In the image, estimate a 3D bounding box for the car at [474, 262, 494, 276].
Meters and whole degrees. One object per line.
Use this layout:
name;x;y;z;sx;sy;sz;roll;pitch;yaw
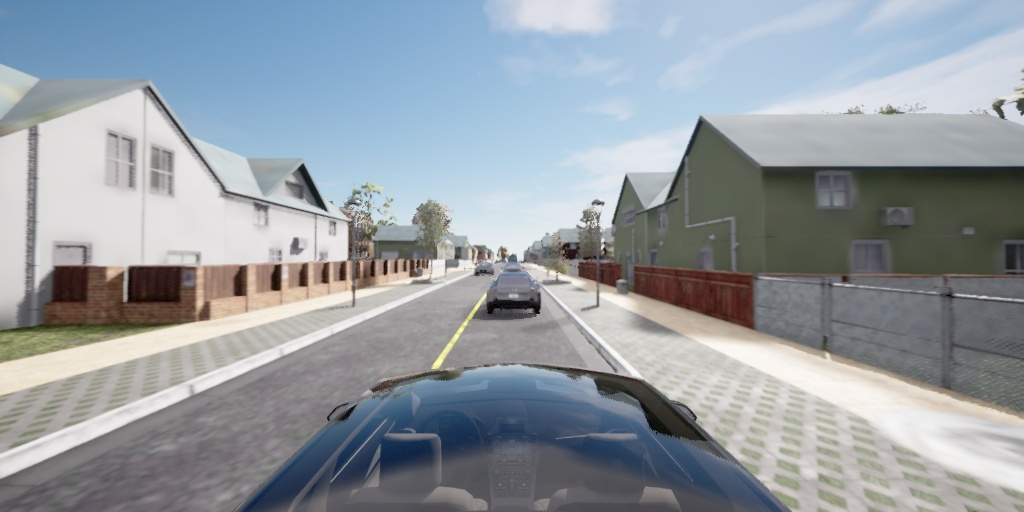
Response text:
car;-2.828;1.348;37.495;1.994;1.385;4.181;0;0;0

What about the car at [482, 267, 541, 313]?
car;0.070;1.314;14.055;1.994;1.385;4.181;0;0;0

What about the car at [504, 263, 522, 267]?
car;0.068;1.293;28.761;1.812;1.442;4.674;0;0;0
